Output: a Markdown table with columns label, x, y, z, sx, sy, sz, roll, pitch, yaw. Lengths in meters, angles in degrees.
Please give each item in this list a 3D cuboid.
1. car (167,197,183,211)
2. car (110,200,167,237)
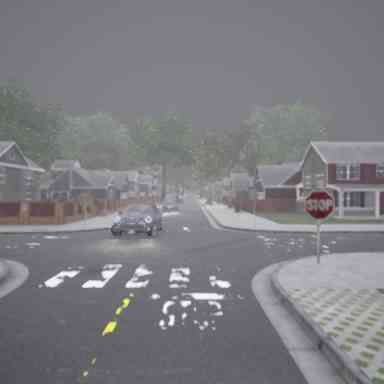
| label | x | y | z | sx | sy | sz | roll | pitch | yaw |
| --- | --- | --- | --- | --- | --- | --- | --- | --- | --- |
| car | -2.698 | 1.687 | 43.010 | 2.128 | 1.511 | 4.902 | 0 | 0 | 0 |
| car | -2.890 | 1.399 | 18.600 | 2.097 | 1.767 | 4.553 | 0 | -1 | 2 |
